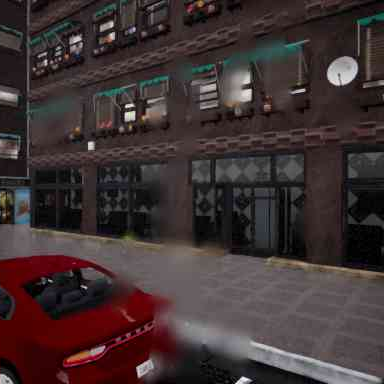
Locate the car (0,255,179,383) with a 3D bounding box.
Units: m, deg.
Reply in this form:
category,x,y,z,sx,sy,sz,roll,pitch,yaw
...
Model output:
category,x,y,z,sx,sy,sz,roll,pitch,yaw
car,-2.262,1.544,4.478,4.507,1.381,1.887,0,0,35
